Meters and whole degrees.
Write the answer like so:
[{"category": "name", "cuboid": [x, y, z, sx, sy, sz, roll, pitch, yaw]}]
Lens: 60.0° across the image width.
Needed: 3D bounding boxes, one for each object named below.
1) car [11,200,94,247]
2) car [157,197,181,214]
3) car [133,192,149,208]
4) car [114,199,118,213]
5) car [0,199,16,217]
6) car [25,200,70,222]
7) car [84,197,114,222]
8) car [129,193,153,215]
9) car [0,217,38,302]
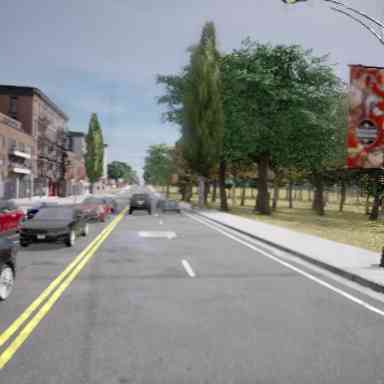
[{"category": "car", "cuboid": [-5.736, 1.332, 14.388, 1.882, 1.535, 5.008, 2, 0, -8]}, {"category": "car", "cuboid": [-2.333, 1.545, 35.758, 2.033, 1.411, 5.357, 2, 0, -9]}, {"category": "car", "cuboid": [-7.395, 1.127, 48.351, 2.150, 2.045, 5.566, 2, 0, -9]}, {"category": "car", "cuboid": [-8.753, 1.372, 34.585, 2.033, 1.411, 5.357, 2, 0, -8]}, {"category": "car", "cuboid": [-9.036, 1.119, 14.527, 2.097, 1.767, 4.553, 2, 0, -8]}, {"category": "car", "cuboid": [-10.536, 1.351, 24.638, 1.895, 1.301, 4.718, 2, 0, -8]}, {"category": "car", "cuboid": [-7.206, 1.190, 24.361, 2.097, 1.767, 4.553, 2, 0, -8]}, {"category": "car", "cuboid": [-5.143, 1.138, 33.309, 2.150, 2.045, 5.566, 2, 0, -8]}, {"category": "car", "cuboid": [-4.335, 1.373, 5.045, 2.128, 1.511, 4.902, 2, 0, -8]}]
